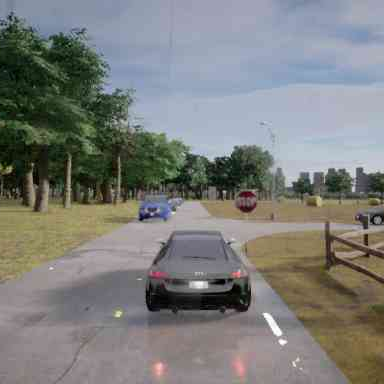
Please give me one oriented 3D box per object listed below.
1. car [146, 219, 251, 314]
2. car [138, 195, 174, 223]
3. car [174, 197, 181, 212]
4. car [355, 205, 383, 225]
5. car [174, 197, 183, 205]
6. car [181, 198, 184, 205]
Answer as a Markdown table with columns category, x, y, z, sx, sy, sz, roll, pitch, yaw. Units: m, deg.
| category | x | y | z | sx | sy | sz | roll | pitch | yaw |
| --- | --- | --- | --- | --- | --- | --- | --- | --- | --- |
| car | 0.106 | 1.572 | 7.740 | 1.994 | 1.385 | 4.181 | 0 | 0 | 0 |
| car | -2.846 | 1.266 | 26.490 | 2.150 | 2.045 | 5.566 | 0 | 0 | 0 |
| car | -2.839 | 1.659 | 41.145 | 2.033 | 1.411 | 5.357 | 0 | 0 | 0 |
| car | 14.353 | 1.601 | 23.992 | 4.892 | 1.490 | 1.837 | 0 | -2 | 0 |
| car | -2.744 | 1.856 | 69.476 | 1.812 | 1.442 | 4.674 | 0 | -1 | 0 |
| car | -2.810 | 1.742 | 55.652 | 1.812 | 1.442 | 4.674 | 0 | -1 | 1 |
